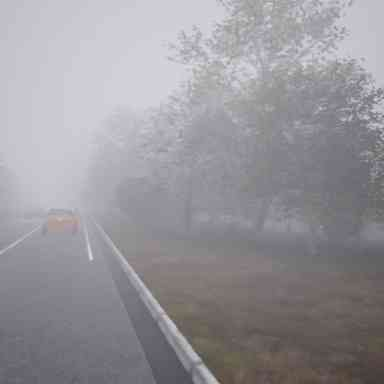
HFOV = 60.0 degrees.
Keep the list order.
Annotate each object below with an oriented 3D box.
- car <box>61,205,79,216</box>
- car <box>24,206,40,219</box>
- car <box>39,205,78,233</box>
[{"bbox_3d":[-17.331,2.606,47.465,2.128,1.511,4.902,2,-2,-19],"label":"car"},{"bbox_3d":[-18.177,2.370,38.717,2.033,1.411,5.357,2,-2,-18],"label":"car"},{"bbox_3d":[-9.273,1.899,23.635,2.097,1.767,4.553,2,-2,-19],"label":"car"}]
